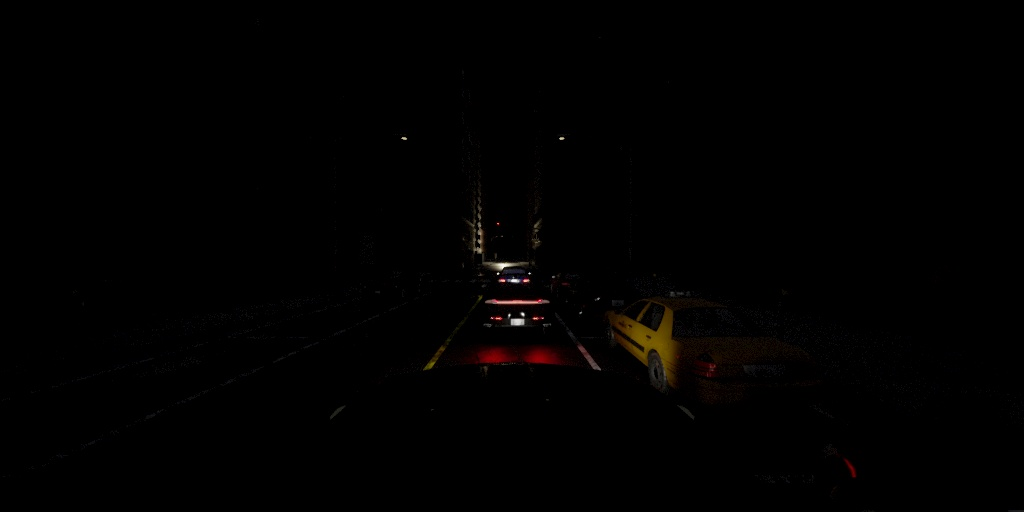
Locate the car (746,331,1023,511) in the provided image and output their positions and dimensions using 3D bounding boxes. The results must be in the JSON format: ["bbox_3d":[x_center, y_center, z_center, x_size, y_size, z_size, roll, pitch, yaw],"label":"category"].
[{"bbox_3d":[2.873,1.300,0.628,2.007,1.370,4.403,0,0,0],"label":"car"}]

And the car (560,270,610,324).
[{"bbox_3d":[2.880,1.312,11.800,1.948,1.339,4.313,0,0,0],"label":"car"}]

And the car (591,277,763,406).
[{"bbox_3d":[2.876,1.274,6.384,1.751,1.417,4.829,0,0,0],"label":"car"}]

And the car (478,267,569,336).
[{"bbox_3d":[0.107,1.239,10.326,2.128,1.511,4.902,0,0,0],"label":"car"}]

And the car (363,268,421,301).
[{"bbox_3d":[-5.662,1.290,17.389,1.888,1.381,4.507,0,0,0],"label":"car"}]
